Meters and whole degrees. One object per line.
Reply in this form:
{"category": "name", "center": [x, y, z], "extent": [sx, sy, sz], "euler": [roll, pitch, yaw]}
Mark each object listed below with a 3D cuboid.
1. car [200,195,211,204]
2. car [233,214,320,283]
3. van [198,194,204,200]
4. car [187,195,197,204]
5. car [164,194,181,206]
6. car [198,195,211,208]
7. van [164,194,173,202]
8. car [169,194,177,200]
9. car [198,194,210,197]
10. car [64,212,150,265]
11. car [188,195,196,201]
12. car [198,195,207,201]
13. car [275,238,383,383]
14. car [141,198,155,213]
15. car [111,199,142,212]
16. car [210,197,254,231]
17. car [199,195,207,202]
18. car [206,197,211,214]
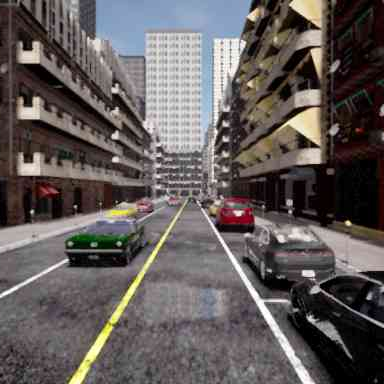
{"category": "car", "center": [2.546, 1.459, 64.985], "extent": [1.967, 1.590, 4.097], "euler": [-1, 0, 0]}
{"category": "car", "center": [2.555, 1.554, 9.495], "extent": [2.008, 1.369, 4.403], "euler": [-1, 0, 0]}
{"category": "van", "center": [2.541, 1.363, 92.730], "extent": [1.690, 1.788, 3.998], "euler": [-1, 0, 0]}
{"category": "car", "center": [-0.009, 1.540, 66.545], "extent": [1.812, 1.442, 4.674], "euler": [0, 0, 0]}
{"category": "car", "center": [-2.826, 1.369, 53.151], "extent": [2.097, 1.767, 4.553], "euler": [0, 0, 0]}
{"category": "car", "center": [2.223, 1.519, 47.032], "extent": [1.837, 1.490, 4.892], "euler": [0, 0, 0]}
{"category": "van", "center": [-5.337, 1.361, 76.063], "extent": [1.690, 1.788, 3.998], "euler": [-1, 0, 0]}
{"category": "car", "center": [-5.338, 1.461, 92.710], "extent": [1.967, 1.590, 4.097], "euler": [-1, 0, 0]}
{"category": "car", "center": [2.545, 1.333, 59.436], "extent": [2.192, 1.841, 5.009], "euler": [-1, 0, 0]}
{"category": "car", "center": [-2.852, 1.605, 11.892], "extent": [1.895, 1.301, 4.718], "euler": [0, 0, 0]}
{"category": "car", "center": [-0.010, 1.459, 80.026], "extent": [1.895, 1.301, 4.718], "euler": [0, 0, 0]}
{"category": "car", "center": [2.544, 1.461, 81.632], "extent": [1.967, 1.590, 4.097], "euler": [-1, 0, 0]}
{"category": "car", "center": [2.556, 1.568, 3.946], "extent": [1.947, 1.339, 4.313], "euler": [-1, 0, 0]}
{"category": "car", "center": [-5.331, 1.453, 37.218], "extent": [1.967, 1.590, 4.097], "euler": [-1, 0, 0]}
{"category": "car", "center": [-5.328, 1.534, 25.950], "extent": [1.752, 1.417, 4.829], "euler": [-1, 0, 0]}
{"category": "car", "center": [2.550, 1.323, 20.593], "extent": [2.192, 1.841, 5.009], "euler": [-1, 0, 0]}
{"category": "car", "center": [2.546, 1.546, 76.253], "extent": [1.752, 1.417, 4.829], "euler": [-1, 0, 0]}
{"category": "car", "center": [2.551, 1.537, 31.861], "extent": [1.752, 1.417, 4.829], "euler": [-1, 0, 0]}
